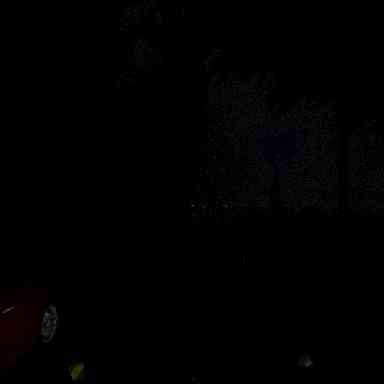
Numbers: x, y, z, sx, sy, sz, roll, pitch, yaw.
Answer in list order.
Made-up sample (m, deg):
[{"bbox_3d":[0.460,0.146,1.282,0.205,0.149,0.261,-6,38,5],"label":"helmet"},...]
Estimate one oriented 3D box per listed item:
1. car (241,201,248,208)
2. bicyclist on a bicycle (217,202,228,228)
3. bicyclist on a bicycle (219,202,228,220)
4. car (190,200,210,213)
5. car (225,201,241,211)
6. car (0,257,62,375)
[{"bbox_3d":[10.994,2.726,72.671,2.033,1.411,5.357,0,-2,18],"label":"car"},{"bbox_3d":[1.997,1.642,22.812,0.582,1.620,1.656,0,-1,5],"label":"bicyclist on a bicycle"},{"bbox_3d":[2.995,1.752,31.514,0.866,1.612,1.509,0,-1,7],"label":"bicyclist on a bicycle"},{"bbox_3d":[1.134,1.911,44.967,2.097,1.767,4.553,0,-1,11],"label":"car"},{"bbox_3d":[6.524,2.287,55.328,1.837,1.490,4.892,0,-1,13],"label":"car"},{"bbox_3d":[-3.004,1.539,3.602,1.812,1.442,4.674,0,0,1],"label":"car"}]
